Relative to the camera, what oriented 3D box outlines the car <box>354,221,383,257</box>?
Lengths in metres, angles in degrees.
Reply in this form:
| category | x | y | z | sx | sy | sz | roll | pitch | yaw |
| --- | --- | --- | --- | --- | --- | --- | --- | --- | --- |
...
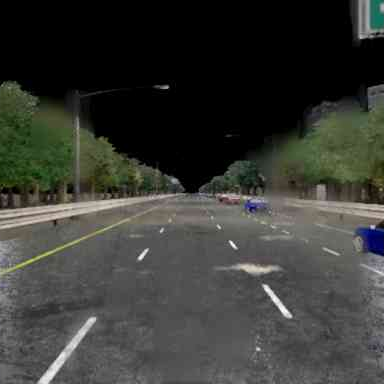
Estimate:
| category | x | y | z | sx | sy | sz | roll | pitch | yaw |
| --- | --- | --- | --- | --- | --- | --- | --- | --- | --- |
| car | 6.995 | 1.496 | 10.500 | 1.882 | 1.535 | 5.008 | 0 | 0 | 0 |

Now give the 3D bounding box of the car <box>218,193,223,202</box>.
| category | x | y | z | sx | sy | sz | roll | pitch | yaw |
| --- | --- | --- | --- | --- | --- | --- | --- | --- | --- |
| car | 6.989 | 1.506 | 75.360 | 1.882 | 1.535 | 5.008 | 0 | 0 | 0 |

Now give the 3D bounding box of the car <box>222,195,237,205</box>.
| category | x | y | z | sx | sy | sz | roll | pitch | yaw |
| --- | --- | --- | --- | --- | --- | --- | --- | --- | --- |
| car | 6.979 | 1.537 | 59.376 | 1.812 | 1.442 | 4.674 | 0 | 0 | 0 |

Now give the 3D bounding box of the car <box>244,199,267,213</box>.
| category | x | y | z | sx | sy | sz | roll | pitch | yaw |
| --- | --- | --- | --- | --- | --- | --- | --- | --- | --- |
| car | 6.987 | 1.499 | 37.163 | 1.882 | 1.535 | 5.008 | 0 | 0 | 0 |
